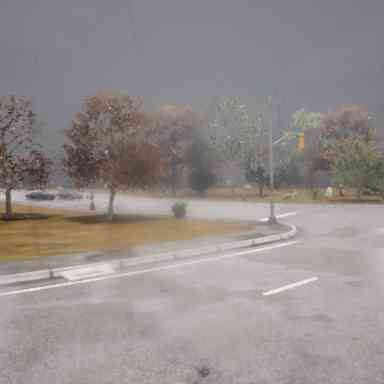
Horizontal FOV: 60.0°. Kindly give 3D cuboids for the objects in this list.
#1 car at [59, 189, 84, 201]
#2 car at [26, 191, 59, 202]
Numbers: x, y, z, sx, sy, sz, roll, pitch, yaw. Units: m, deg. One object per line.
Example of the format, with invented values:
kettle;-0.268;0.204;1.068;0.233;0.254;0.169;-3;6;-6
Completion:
car;-17.069;0.403;46.592;4.892;1.490;1.837;3;3;39
car;-20.330;0.548;44.732;4.718;1.301;1.895;3;4;39
